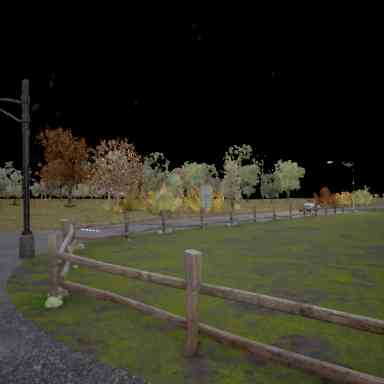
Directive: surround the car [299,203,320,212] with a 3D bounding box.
[{"bbox_3d":[18.795,2.449,53.016,2.033,1.411,5.357,-1,-2,40],"label":"car"}]
